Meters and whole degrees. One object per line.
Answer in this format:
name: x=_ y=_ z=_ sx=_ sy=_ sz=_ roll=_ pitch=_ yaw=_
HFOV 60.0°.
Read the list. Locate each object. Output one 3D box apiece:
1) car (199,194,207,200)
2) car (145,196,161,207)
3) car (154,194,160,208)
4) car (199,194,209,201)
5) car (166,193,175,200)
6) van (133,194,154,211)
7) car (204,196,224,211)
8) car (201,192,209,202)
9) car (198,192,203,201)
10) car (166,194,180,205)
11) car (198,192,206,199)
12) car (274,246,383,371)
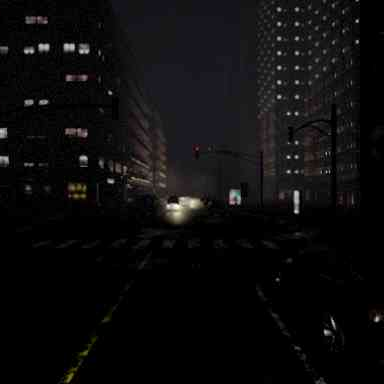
car: x=2.698 y=1.253 z=82.268 sx=1.887 sy=1.381 sz=4.507 roll=0 pitch=0 yaw=0
car: x=-5.683 y=1.359 z=49.104 sx=1.887 sy=1.381 sz=4.507 roll=0 pitch=0 yaw=0
car: x=-5.681 y=1.149 z=43.575 sx=2.192 sy=1.841 sz=5.009 roll=0 pitch=0 yaw=0
car: x=2.698 y=1.276 z=76.740 sx=2.008 sy=1.369 sz=4.403 roll=0 pitch=0 yaw=0
car: x=-5.682 y=1.132 z=87.796 sx=1.967 sy=1.590 sz=4.097 roll=0 pitch=0 yaw=0
van: x=-5.681 y=1.194 z=38.047 sx=1.690 sy=1.788 sz=3.998 roll=0 pitch=0 yaw=0
car: x=2.698 y=1.436 z=38.047 sx=1.802 sy=1.307 sz=4.206 roll=0 pitch=0 yaw=0
car: x=2.699 y=1.255 z=49.102 sx=1.967 sy=1.590 sz=4.097 roll=0 pitch=0 yaw=0
car: x=2.698 y=1.199 z=65.685 sx=1.967 sy=1.590 sz=4.097 roll=0 pitch=0 yaw=0
car: x=-2.998 y=1.331 z=53.594 sx=1.812 sy=1.442 sz=4.674 roll=0 pitch=0 yaw=0
car: x=2.699 y=0.991 z=93.322 sx=2.192 sy=1.841 sz=5.009 roll=0 pitch=0 yaw=0
car: x=2.698 y=1.543 z=5.642 sx=1.947 sy=1.339 sz=4.313 roll=0 pitch=0 yaw=0
